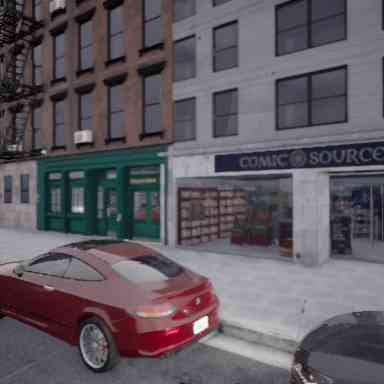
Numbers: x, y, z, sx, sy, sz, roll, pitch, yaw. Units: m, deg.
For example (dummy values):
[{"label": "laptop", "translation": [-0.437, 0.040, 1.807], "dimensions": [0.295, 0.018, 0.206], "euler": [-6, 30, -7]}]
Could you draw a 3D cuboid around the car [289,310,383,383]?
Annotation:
[{"label": "car", "translation": [3.118, 1.516, 2.122], "dimensions": [4.892, 1.490, 1.837], "euler": [0, 0, 36]}]

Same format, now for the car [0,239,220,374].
[{"label": "car", "translation": [-1.757, 1.541, 5.617], "dimensions": [4.674, 1.442, 1.812], "euler": [0, 0, 36]}]
